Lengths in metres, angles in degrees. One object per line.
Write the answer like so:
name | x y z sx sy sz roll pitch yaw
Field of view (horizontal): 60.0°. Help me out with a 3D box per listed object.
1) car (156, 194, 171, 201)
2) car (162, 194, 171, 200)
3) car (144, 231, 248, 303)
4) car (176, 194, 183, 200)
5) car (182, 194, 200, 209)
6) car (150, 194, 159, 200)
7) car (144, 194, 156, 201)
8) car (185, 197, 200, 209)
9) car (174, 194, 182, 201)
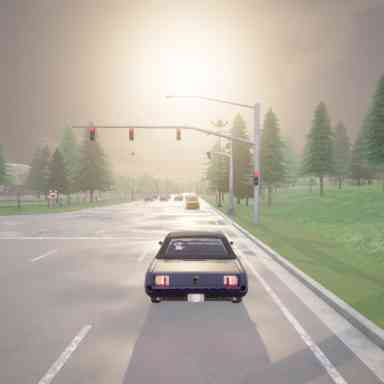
car | -6.824 1.531 80.448 2.033 1.411 5.357 0 0 0
car | -6.801 1.372 90.868 2.033 1.411 5.357 0 0 0
car | 0.097 1.601 8.145 1.895 1.301 4.718 0 0 1
car | -3.301 1.356 90.860 1.812 1.442 4.674 0 0 0
car | -0.020 1.081 46.347 1.882 1.535 5.008 -3 17 -3
car | -10.301 1.332 90.875 1.837 1.490 4.892 0 0 0
car | -10.324 1.531 80.456 2.033 1.411 5.357 0 0 0
car | 0.066 1.576 49.813 2.033 1.411 5.357 -1 1 1
car | -3.323 1.545 80.857 1.994 1.385 4.181 0 0 0
